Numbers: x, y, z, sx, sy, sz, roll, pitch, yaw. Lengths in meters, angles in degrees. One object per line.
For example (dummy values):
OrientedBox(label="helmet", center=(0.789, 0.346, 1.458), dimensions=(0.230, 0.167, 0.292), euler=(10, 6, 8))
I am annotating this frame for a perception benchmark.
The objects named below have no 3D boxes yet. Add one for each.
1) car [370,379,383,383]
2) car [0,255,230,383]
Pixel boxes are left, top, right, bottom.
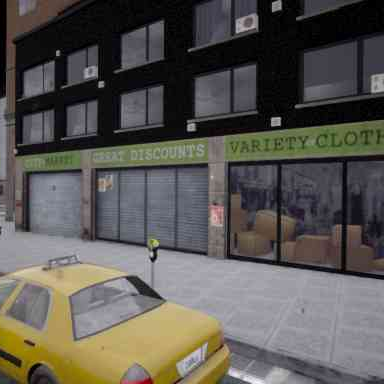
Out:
OrientedBox(label="car", center=(2.810, 1.551, 1.085), dimensions=(4.403, 1.369, 2.008), euler=(0, 1, 36))
OrientedBox(label="car", center=(-1.875, 1.524, 4.428), dimensions=(4.829, 1.417, 1.752), euler=(0, 1, 36))
